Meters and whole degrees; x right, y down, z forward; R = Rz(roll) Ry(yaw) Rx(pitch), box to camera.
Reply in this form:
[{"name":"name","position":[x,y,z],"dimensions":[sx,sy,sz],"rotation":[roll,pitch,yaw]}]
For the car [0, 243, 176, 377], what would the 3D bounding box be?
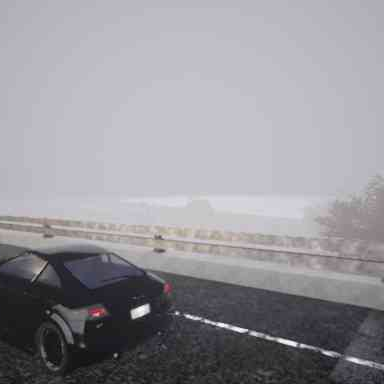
[{"name":"car","position":[-2.324,1.595,5.669],"dimensions":[4.181,1.385,1.994],"rotation":[0,0,36]}]
